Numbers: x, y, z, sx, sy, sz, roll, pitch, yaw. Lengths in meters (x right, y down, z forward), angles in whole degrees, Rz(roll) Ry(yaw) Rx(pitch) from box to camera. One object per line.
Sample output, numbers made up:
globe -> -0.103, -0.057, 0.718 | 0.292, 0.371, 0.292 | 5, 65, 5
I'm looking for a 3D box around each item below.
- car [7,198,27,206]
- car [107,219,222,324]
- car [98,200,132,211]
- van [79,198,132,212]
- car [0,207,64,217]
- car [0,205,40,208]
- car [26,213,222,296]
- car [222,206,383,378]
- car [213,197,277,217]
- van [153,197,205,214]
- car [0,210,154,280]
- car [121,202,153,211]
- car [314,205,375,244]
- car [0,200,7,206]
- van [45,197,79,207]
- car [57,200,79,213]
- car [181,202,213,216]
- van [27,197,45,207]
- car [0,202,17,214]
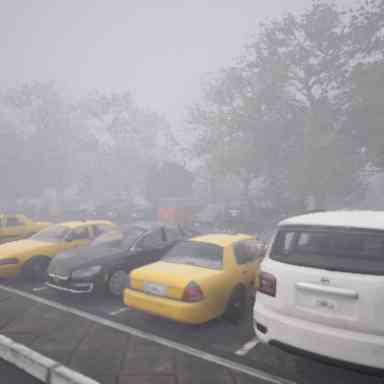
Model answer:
car -> -16.211, 1.604, 35.887 | 2.435, 2.045, 5.566 | -1, -1, 36
car -> 0.884, 1.585, 7.600 | 1.946, 1.575, 5.366 | 0, 0, 36
car -> -4.965, 1.707, 27.803 | 2.163, 1.488, 4.792 | -1, 0, 36
van -> -7.276, 1.483, 29.309 | 1.878, 1.987, 4.442 | -1, 0, 36
car -> -8.422, 1.640, 13.889 | 1.946, 1.575, 5.366 | 0, 0, 36
car -> -10.352, 1.658, 15.746 | 1.946, 1.575, 5.366 | 0, 0, 36
car -> -1.469, 1.602, 9.085 | 2.231, 1.521, 4.892 | 0, 0, 36
car -> 3.038, 1.323, 5.844 | 2.435, 2.045, 5.566 | 0, 0, 36
car -> 3.999, 1.355, 21.303 | 2.435, 2.045, 5.566 | 0, 0, 36
van -> -0.535, 1.409, 24.699 | 1.878, 1.987, 4.442 | 0, 0, 36
car -> -3.829, 1.611, 10.559 | 1.946, 1.575, 5.366 | 0, 0, 36
car -> -2.828, 1.684, 26.254 | 2.163, 1.488, 4.792 | 0, 0, 36
car -> 8.359, 1.577, 17.878 | 1.946, 1.575, 5.366 | 0, 0, 36
car -> -18.454, 1.641, 37.513 | 2.435, 2.045, 5.566 | -1, -1, 36
van -> -11.642, 1.555, 32.752 | 1.878, 1.987, 4.442 | -1, -1, 36
car -> -9.462, 1.743, 31.034 | 2.097, 1.535, 5.008 | -1, -1, 36
car -> 1.724, 1.649, 22.882 | 2.163, 1.488, 4.792 | 0, 0, 36
van -> -14.021, 1.592, 34.189 | 1.878, 1.987, 4.442 | -1, -1, 36
car -> -25.262, 2.046, 42.487 | 2.002, 1.452, 4.674 | -1, -1, 36
